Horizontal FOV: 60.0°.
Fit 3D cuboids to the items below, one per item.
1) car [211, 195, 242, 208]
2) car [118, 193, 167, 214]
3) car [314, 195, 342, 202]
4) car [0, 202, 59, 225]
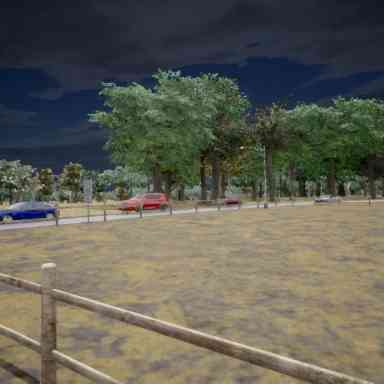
[{"bbox_3d":[4.580,1.195,44.680,4.553,1.767,2.097,-1,-1,-42],"label":"car"},{"bbox_3d":[-5.004,1.173,34.304,2.150,2.045,5.566,-2,-1,38],"label":"car"},{"bbox_3d":[22.259,1.148,54.345,4.718,1.301,1.895,-1,-2,-30],"label":"car"},{"bbox_3d":[-12.334,1.491,24.475,1.882,1.535,5.008,-2,-1,36],"label":"car"}]
